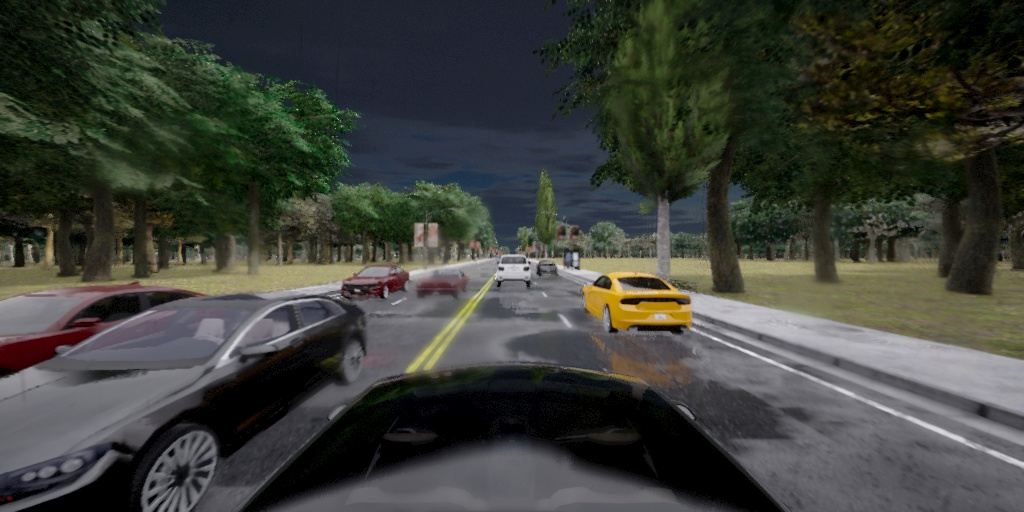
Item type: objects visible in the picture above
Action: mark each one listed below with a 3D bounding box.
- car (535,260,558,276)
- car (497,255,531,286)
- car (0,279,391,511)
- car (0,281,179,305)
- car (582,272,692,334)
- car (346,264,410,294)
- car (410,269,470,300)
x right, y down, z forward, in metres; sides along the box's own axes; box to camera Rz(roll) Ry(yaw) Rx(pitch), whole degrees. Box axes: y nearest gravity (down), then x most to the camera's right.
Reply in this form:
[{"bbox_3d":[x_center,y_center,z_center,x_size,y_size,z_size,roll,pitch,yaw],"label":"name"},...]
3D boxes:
[{"bbox_3d":[3.398,1.170,35.636,2.128,1.511,4.902,0,0,0],"label":"car"},{"bbox_3d":[0.118,0.922,24.588,2.150,2.045,5.566,0,0,0],"label":"car"},{"bbox_3d":[-3.341,1.233,4.153,2.128,1.511,4.902,0,0,0],"label":"car"},{"bbox_3d":[-6.589,1.212,5.443,1.882,1.535,5.008,0,0,0],"label":"car"},{"bbox_3d":[3.360,1.211,10.571,1.882,1.535,5.008,0,0,0],"label":"car"},{"bbox_3d":[-6.525,1.184,17.715,1.882,1.535,5.008,0,0,1],"label":"car"},{"bbox_3d":[-3.277,1.310,17.673,1.895,1.301,4.718,0,0,1],"label":"car"}]
